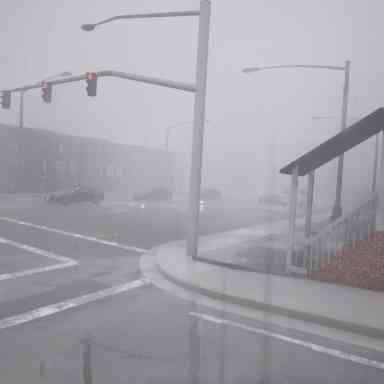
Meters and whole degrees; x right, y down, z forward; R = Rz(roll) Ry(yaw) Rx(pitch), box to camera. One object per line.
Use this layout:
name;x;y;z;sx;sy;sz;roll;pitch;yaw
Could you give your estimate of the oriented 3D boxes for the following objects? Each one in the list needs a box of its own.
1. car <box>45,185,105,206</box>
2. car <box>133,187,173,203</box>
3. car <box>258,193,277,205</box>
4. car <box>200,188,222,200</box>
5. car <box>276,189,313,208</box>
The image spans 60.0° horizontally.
car;-9.282;0.228;26.668;2.128;1.511;4.902;5;3;36
car;-3.939;0.244;34.082;1.837;1.490;4.892;5;3;36
car;9.695;0.787;40.734;1.994;1.385;4.181;5;3;36
car;1.999;0.247;42.296;1.837;1.490;4.892;5;3;36
car;12.085;0.680;38.035;2.150;2.045;5.566;5;3;36
